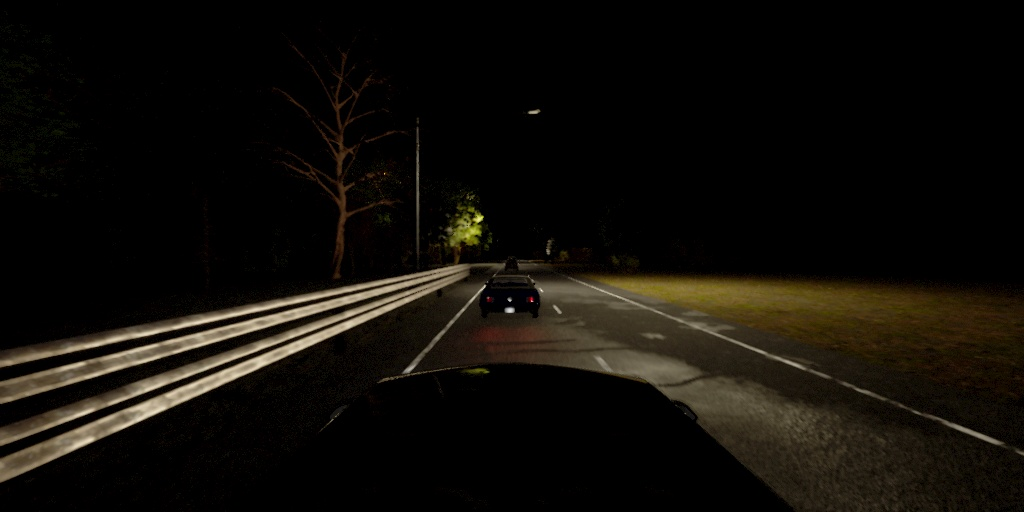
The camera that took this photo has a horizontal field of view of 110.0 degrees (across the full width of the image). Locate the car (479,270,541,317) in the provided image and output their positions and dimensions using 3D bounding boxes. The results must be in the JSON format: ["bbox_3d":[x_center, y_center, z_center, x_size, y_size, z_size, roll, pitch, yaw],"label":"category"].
[{"bbox_3d":[-0.062,1.351,13.075,1.895,1.301,4.718,0,0,0],"label":"car"}]

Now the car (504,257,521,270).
[{"bbox_3d":[-0.060,1.278,50.020,2.033,1.411,5.357,0,0,0],"label":"car"}]
